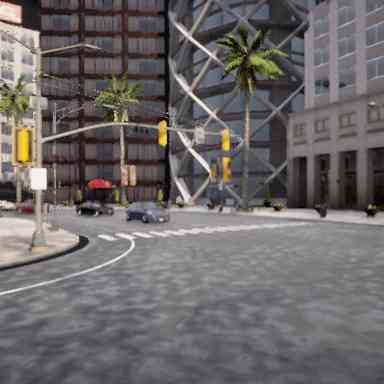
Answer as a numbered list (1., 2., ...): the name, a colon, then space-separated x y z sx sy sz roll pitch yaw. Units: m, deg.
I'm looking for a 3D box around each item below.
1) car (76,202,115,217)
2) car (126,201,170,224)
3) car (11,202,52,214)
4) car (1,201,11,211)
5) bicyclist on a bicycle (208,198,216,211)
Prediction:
1. car: -10.199 1.781 34.975 5.008 1.535 1.882 -1 -1 39
2. car: -3.676 1.573 27.479 2.097 1.767 4.553 0 -1 -36
3. car: -19.214 1.906 40.396 4.674 1.442 1.812 0 0 20
4. car: -28.878 2.014 49.798 4.674 1.442 1.812 0 0 5
5. bicyclist on a bicycle: 2.622 1.614 43.274 1.656 1.620 0.582 0 0 -44
